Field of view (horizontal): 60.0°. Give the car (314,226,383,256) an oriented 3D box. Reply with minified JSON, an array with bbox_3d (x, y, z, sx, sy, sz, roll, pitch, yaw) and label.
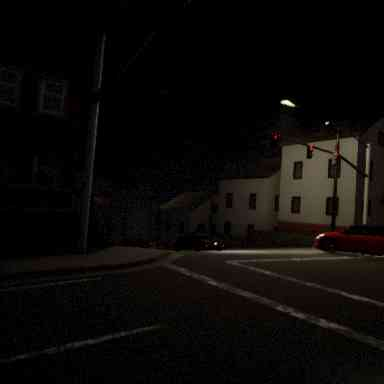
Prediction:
[{"bbox_3d":[9.247,2.636,18.358,4.553,1.767,2.097,2,-5,32],"label":"car"}]

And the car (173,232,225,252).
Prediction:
[{"bbox_3d":[0.405,3.525,23.630,1.994,1.385,4.181,6,-12,-35],"label":"car"}]

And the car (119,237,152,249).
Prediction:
[{"bbox_3d":[-5.658,5.104,31.986,1.882,1.535,5.008,6,-16,-35],"label":"car"}]
